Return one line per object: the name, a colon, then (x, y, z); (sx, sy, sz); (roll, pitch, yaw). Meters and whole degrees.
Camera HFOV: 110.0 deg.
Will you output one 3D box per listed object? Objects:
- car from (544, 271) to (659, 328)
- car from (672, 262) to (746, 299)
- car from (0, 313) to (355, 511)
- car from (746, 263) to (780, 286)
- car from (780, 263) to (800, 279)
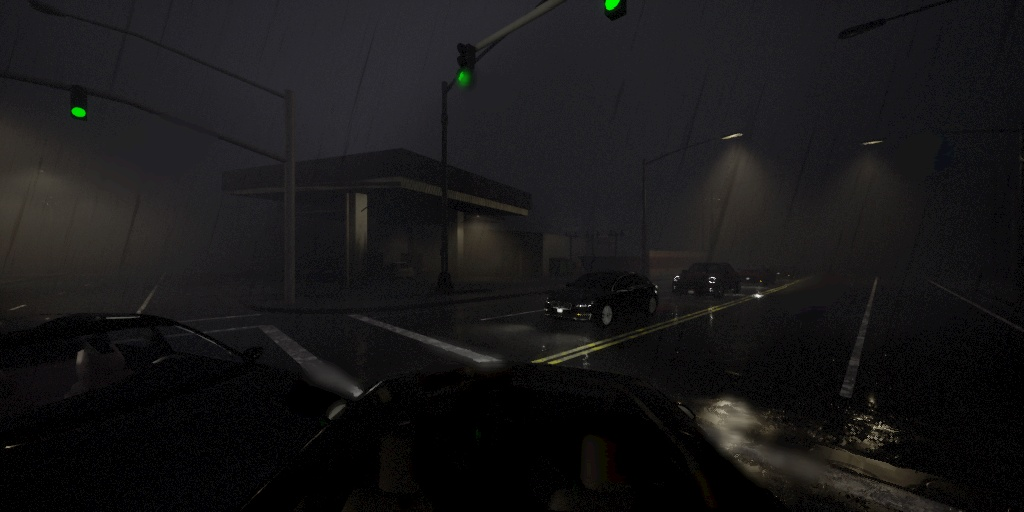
car: (3.053, 1.255, 11.601); (4.892, 1.490, 1.837); (0, 0, -44)
car: (9.994, 1.102, 18.344); (4.553, 1.767, 2.097); (0, 0, -44)
car: (-3.383, 1.242, 2.678); (4.902, 1.511, 2.128); (0, 0, 16)
car: (17.023, 1.314, 25.150); (1.994, 1.385, 4.181); (0, 0, 45)
car: (24.261, 1.314, 32.096); (4.181, 1.385, 1.994); (0, 0, -44)
